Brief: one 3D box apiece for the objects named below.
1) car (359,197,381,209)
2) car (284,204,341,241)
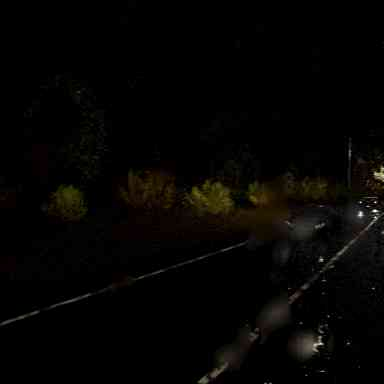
[{"bbox_3d":[20.633,1.220,38.492,1.895,1.301,4.718,1,1,34],"label":"car"},{"bbox_3d":[5.829,1.338,15.753,1.812,1.442,4.674,1,1,33],"label":"car"}]
